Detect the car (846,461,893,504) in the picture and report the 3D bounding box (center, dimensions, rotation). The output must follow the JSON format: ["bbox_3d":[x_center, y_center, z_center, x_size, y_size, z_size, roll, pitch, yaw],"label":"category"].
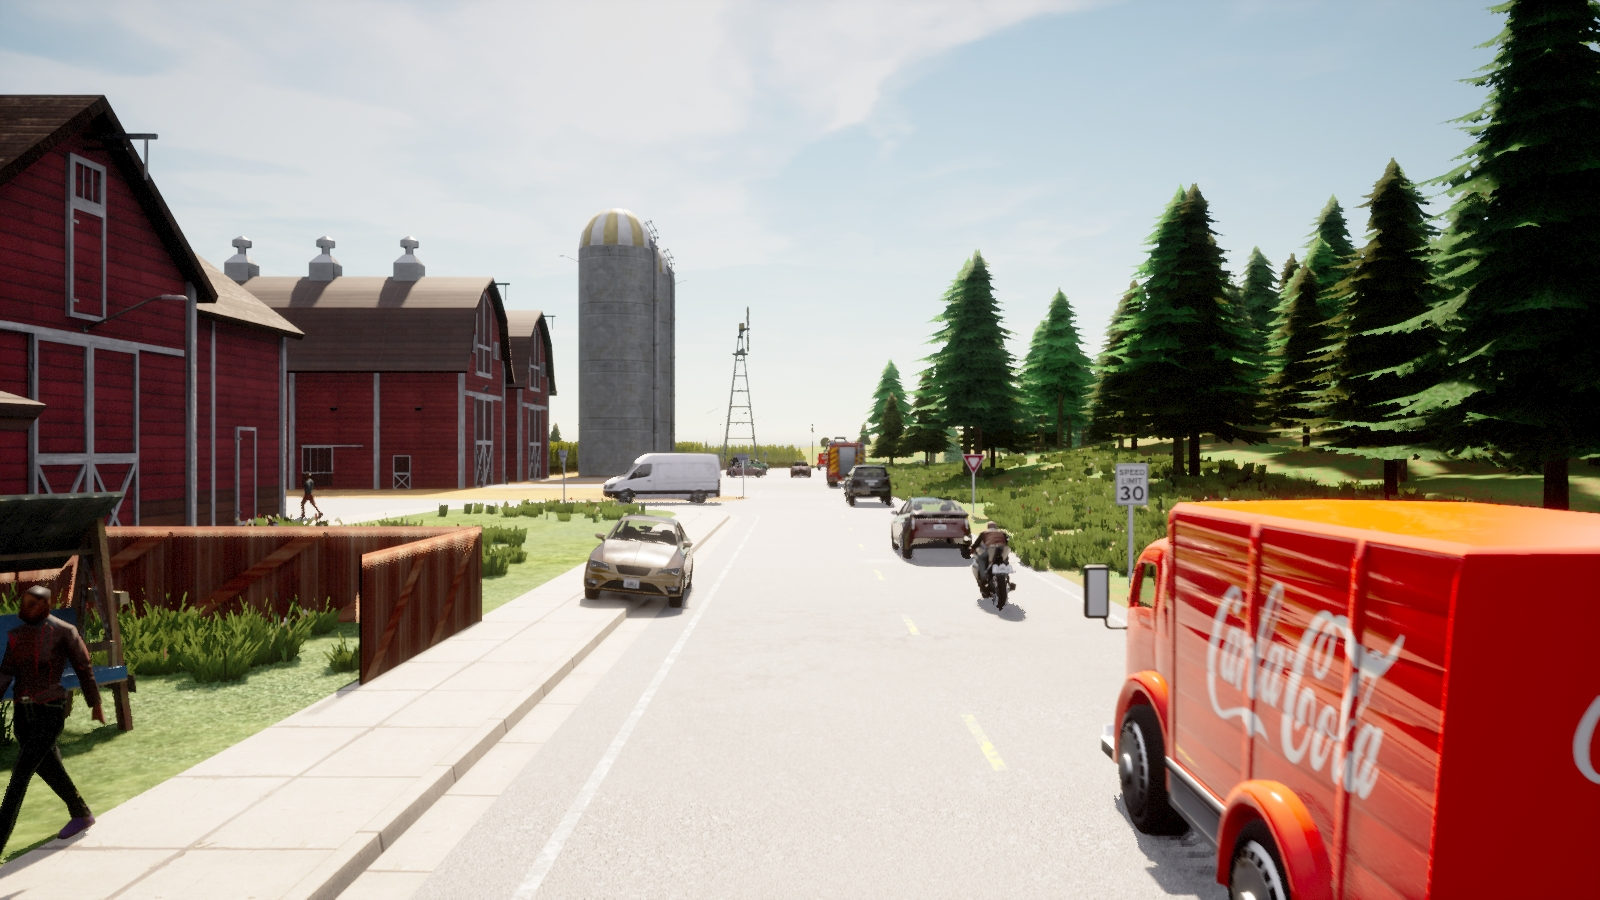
[{"bbox_3d":[3.557,1.638,59.444,2.150,2.045,5.566,0,0,0],"label":"car"}]

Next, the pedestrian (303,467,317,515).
[{"bbox_3d":[-19.116,1.615,44.591,0.375,1.860,0.375,0,0,5],"label":"pedestrian"}]

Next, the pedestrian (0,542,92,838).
[{"bbox_3d":[-4.970,1.554,7.523,0.375,1.860,0.375,0,0,5],"label":"pedestrian"}]

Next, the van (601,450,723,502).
[{"bbox_3d":[-7.040,1.318,58.277,5.915,2.561,1.988,1,1,-16],"label":"van"}]

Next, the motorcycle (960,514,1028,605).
[{"bbox_3d":[3.522,1.960,20.921,0.867,1.460,2.209,0,0,0],"label":"motorcycle"}]

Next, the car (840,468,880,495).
[{"bbox_3d":[3.599,1.904,69.333,2.128,1.511,4.902,0,0,0],"label":"car"}]

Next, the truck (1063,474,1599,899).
[{"bbox_3d":[3.527,1.425,6.937,2.627,2.467,5.204,0,0,0],"label":"truck"}]

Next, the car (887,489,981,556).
[{"bbox_3d":[3.531,1.898,30.902,2.007,1.525,4.514,0,0,0],"label":"car"}]
